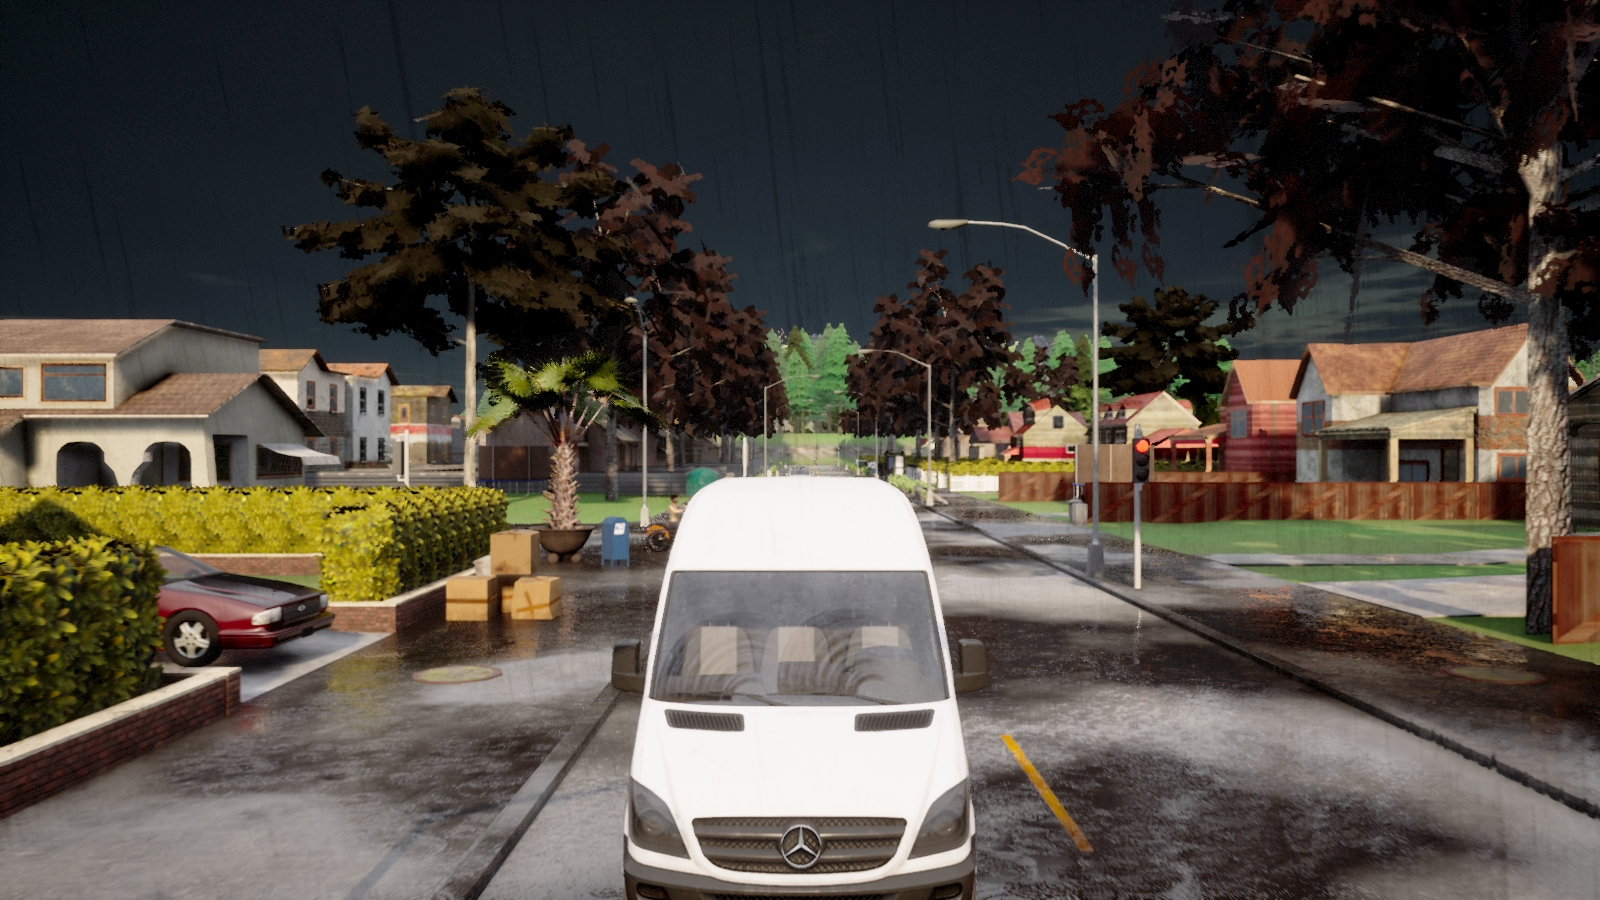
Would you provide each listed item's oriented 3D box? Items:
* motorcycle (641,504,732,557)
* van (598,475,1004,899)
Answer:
[{"bbox_3d":[-3.085,2.164,30.986,2.356,1.307,0.764,0,1,23],"label":"motorcycle"},{"bbox_3d":[0.003,1.537,8.552,1.988,2.561,5.915,0,0,0],"label":"van"}]
